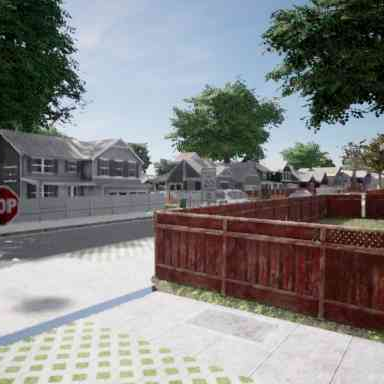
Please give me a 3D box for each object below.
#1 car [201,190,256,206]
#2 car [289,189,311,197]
[{"bbox_3d":[2.781,0.833,23.794,2.150,2.045,5.566,0,1,35],"label":"car"},{"bbox_3d":[15.044,0.491,46.141,2.097,1.767,4.553,0,1,35],"label":"car"}]
